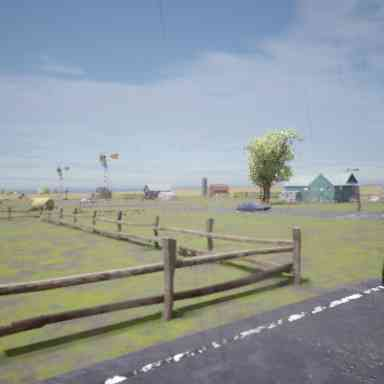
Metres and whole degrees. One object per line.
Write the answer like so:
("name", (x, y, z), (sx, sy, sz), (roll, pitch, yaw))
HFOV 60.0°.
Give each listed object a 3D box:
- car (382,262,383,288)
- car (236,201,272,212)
("car", (6.285, 1.343, 7.524), (4.553, 1.767, 2.097), (0, 0, -35))
("car", (8.408, 1.998, 45.819), (2.033, 1.411, 5.357), (-1, 0, -36))
